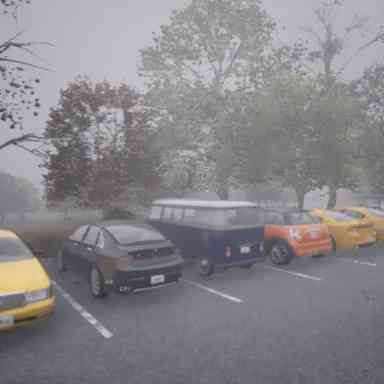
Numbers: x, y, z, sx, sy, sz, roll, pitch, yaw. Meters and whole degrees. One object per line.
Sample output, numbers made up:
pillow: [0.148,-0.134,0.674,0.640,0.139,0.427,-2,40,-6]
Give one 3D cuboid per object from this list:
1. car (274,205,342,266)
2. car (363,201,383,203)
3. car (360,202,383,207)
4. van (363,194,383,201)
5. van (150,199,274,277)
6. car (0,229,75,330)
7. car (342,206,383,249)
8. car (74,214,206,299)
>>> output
car: [2.448,1.300,11.760,2.185,1.767,4.553,0,0,-35]
car: [9.203,1.377,16.604,2.231,1.521,4.892,0,0,-35]
car: [6.946,1.393,14.997,2.097,1.535,5.008,0,0,-35]
van: [11.387,1.134,18.310,1.878,1.987,4.442,0,0,-35]
van: [0.105,1.216,10.274,1.878,1.987,4.442,0,0,-35]
car: [-4.229,1.474,6.815,1.946,1.575,5.366,-1,0,-35]
car: [4.588,1.410,13.317,2.097,1.535,5.008,0,0,-35]
car: [-2.079,1.459,8.566,2.231,1.521,4.892,0,0,-35]
